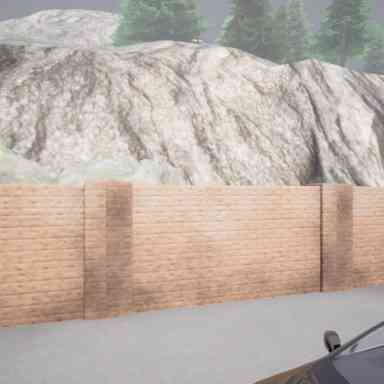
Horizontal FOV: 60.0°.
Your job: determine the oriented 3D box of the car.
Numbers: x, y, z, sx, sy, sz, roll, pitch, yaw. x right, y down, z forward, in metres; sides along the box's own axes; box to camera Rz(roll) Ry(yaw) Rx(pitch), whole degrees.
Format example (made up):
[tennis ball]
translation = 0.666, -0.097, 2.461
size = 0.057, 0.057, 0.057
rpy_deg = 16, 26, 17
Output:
[car]
translation = 2.083, 1.492, 1.955
size = 4.902, 1.511, 2.128
rpy_deg = 0, 0, -19
